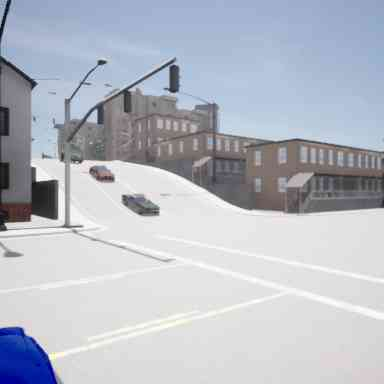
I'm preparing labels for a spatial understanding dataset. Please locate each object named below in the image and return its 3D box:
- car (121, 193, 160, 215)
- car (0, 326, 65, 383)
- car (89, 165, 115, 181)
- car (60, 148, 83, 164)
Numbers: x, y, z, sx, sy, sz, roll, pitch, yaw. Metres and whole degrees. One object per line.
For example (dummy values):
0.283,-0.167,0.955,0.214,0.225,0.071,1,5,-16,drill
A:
-4.824,0.996,31.112,1.895,1.301,4.718,0,15,-36,car
-3.062,1.602,1.588,4.718,1.301,1.895,0,0,-35,car
-10.500,-2.317,38.776,1.994,1.385,4.181,0,17,-36,car
-17.704,-5.263,48.810,2.150,2.045,5.566,0,8,-35,car
